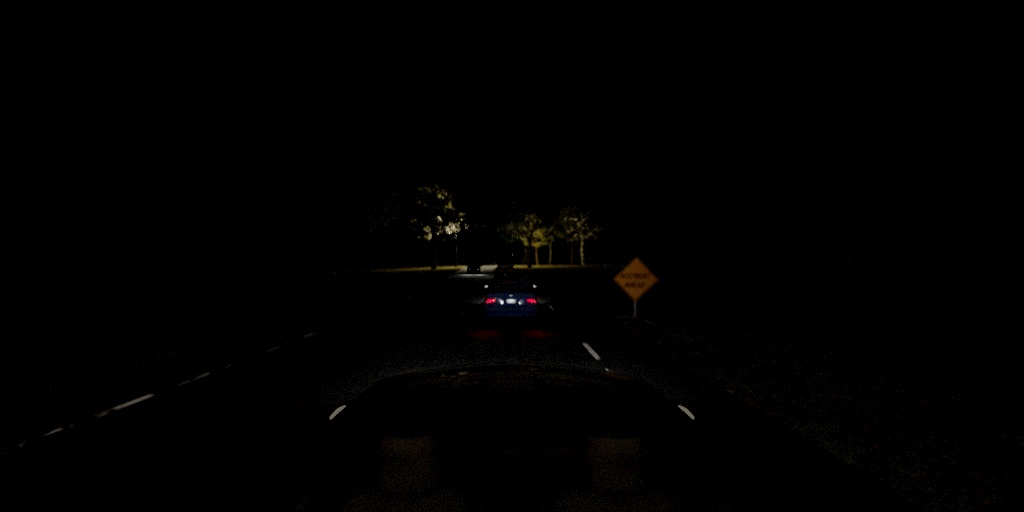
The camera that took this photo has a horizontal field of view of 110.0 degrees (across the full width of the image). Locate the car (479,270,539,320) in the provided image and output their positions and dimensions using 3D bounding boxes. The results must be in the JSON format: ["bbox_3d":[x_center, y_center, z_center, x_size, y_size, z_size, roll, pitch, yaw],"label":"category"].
[{"bbox_3d":[-0.055,1.404,13.104,2.033,1.411,5.357,0,0,-1],"label":"car"}]

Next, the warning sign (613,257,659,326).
[{"bbox_3d":[3.486,0.944,10.223,1.300,1.860,1.060,0,0,-1],"label":"warning sign"}]

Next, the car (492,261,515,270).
[{"bbox_3d":[-0.705,1.523,34.241,1.882,1.535,5.008,0,-1,-2],"label":"car"}]

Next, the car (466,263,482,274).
[{"bbox_3d":[-5.215,1.688,49.254,1.837,1.490,4.892,0,-1,-4],"label":"car"}]
